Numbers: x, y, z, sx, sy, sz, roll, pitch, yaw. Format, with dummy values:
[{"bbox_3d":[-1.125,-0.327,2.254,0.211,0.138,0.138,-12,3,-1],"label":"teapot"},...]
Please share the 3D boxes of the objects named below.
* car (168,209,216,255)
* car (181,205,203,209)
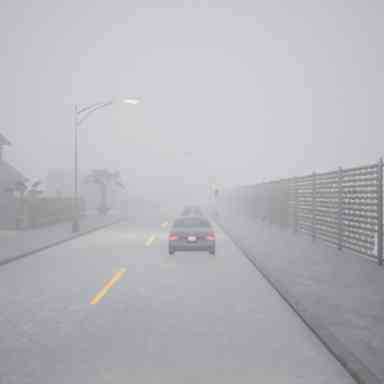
[{"bbox_3d":[-0.002,1.681,13.990,2.033,1.411,5.357,0,-1,0],"label":"car"},{"bbox_3d":[-0.001,1.842,29.267,1.994,1.385,4.181,0,-1,0],"label":"car"}]
